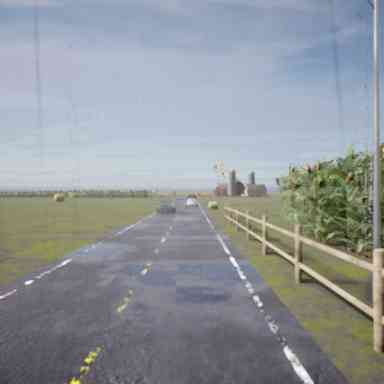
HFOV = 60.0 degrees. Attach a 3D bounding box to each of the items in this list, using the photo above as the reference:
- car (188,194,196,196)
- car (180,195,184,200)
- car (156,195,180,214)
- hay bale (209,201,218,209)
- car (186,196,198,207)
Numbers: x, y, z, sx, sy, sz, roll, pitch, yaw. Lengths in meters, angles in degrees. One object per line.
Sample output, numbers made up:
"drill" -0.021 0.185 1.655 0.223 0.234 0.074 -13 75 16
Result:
"car" -0.015 1.423 69.236 2.150 2.045 5.566 0 0 0
"car" -2.767 1.474 78.431 1.837 1.490 4.892 0 0 0
"car" -2.849 1.521 37.837 2.097 1.767 4.553 0 0 0
"hay bale" 3.120 1.871 47.920 1.220 1.180 1.240 1 0 0
"car" -0.012 1.780 56.104 1.812 1.442 4.674 0 0 0
